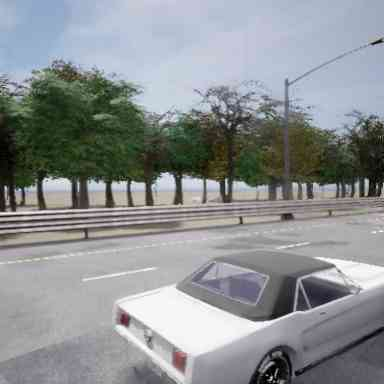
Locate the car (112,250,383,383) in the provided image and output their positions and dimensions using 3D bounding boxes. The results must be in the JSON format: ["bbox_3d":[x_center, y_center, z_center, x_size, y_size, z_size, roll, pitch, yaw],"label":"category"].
[{"bbox_3d":[1.401,1.557,4.870,4.718,1.301,1.895,-1,0,-35],"label":"car"}]
